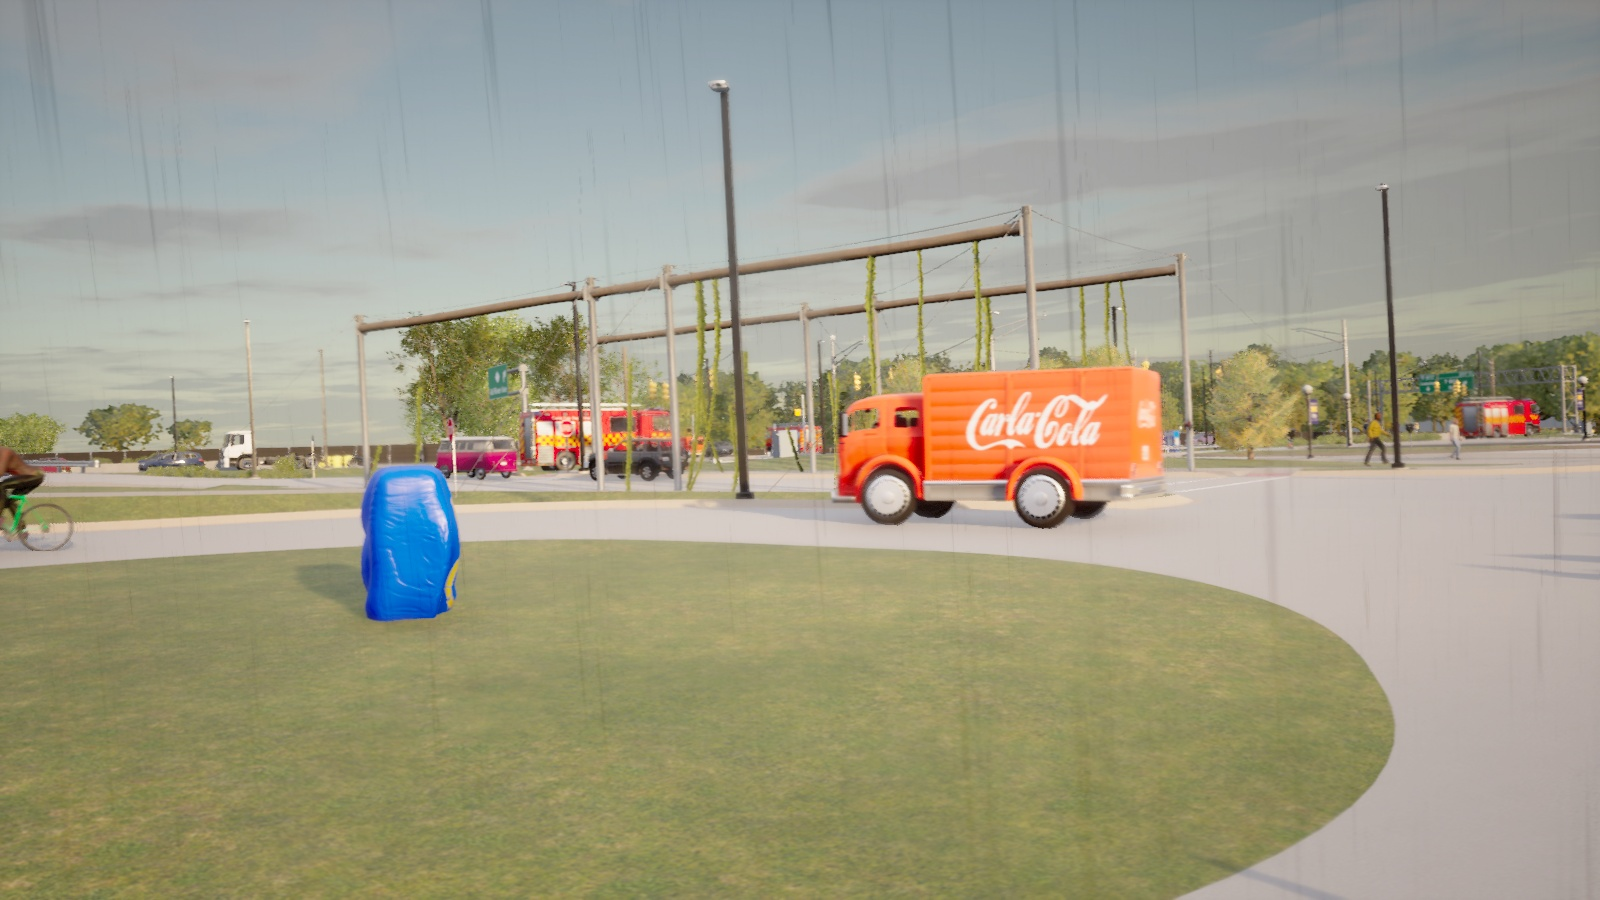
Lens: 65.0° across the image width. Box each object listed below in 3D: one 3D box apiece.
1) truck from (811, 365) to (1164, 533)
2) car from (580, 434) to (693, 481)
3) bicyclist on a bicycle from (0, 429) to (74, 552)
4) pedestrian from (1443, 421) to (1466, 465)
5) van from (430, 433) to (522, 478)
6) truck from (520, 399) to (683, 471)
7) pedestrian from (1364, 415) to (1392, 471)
[{"bbox_3d":[3.103,0.002,20.836,5.204,2.467,2.627,-1,0,28],"label":"truck"},{"bbox_3d":[-6.921,0.301,52.993,4.605,1.855,1.932,0,1,34],"label":"car"},{"bbox_3d":[-10.806,0.538,16.932,1.656,1.620,0.582,-1,1,-42],"label":"bicyclist on a bicycle"},{"bbox_3d":[27.764,-0.290,53.240,0.354,1.836,0.706,-3,0,-35],"label":"pedestrian"},{"bbox_3d":[-15.207,0.245,58.856,4.442,1.987,1.775,0,2,38],"label":"van"},{"bbox_3d":[-11.059,-0.796,70.343,8.468,3.827,2.891,-1,-1,-31],"label":"truck"},{"bbox_3d":[19.265,-0.230,41.827,0.726,1.835,0.370,-2,0,35],"label":"pedestrian"}]
